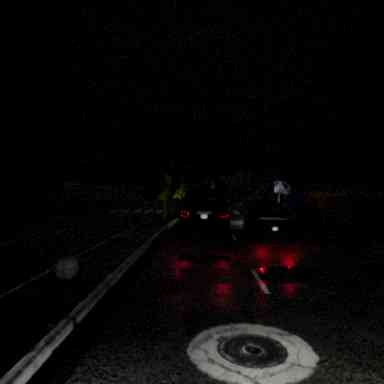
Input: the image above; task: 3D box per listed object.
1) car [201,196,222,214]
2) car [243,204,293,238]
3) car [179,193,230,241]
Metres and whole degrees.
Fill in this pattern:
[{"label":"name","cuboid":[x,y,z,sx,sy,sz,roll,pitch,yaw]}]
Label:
[{"label":"car","cuboid":[1.949,1.234,32.306,1.837,1.490,4.892,0,0,6]},{"label":"car","cuboid":[3.689,1.347,16.628,2.128,1.511,4.902,0,0,3]},{"label":"car","cuboid":[0.629,1.067,15.898,2.150,2.045,5.566,0,0,3]}]
